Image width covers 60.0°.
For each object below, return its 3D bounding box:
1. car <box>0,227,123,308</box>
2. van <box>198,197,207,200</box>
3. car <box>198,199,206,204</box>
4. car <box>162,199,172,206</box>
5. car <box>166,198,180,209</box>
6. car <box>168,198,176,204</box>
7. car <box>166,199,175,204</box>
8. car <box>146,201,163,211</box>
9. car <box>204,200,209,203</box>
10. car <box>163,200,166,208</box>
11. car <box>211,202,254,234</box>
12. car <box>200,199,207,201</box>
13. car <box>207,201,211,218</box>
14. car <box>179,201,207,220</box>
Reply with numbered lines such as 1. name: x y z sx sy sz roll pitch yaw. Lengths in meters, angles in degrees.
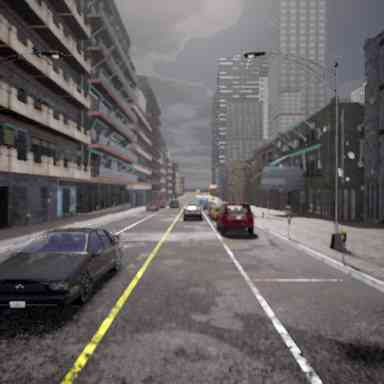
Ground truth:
1. car: -3.104 1.646 8.590 2.033 1.411 5.357 0 -1 0
2. van: 2.646 2.186 76.856 1.690 1.788 3.998 -1 -1 0
3. car: 2.646 2.506 88.014 1.887 1.381 4.507 -1 -1 0
4. car: -5.730 2.426 76.807 1.802 1.307 4.206 -1 -1 0
5. car: -3.050 2.166 59.375 1.837 1.490 4.892 0 -1 0
6. car: -5.738 2.458 93.549 1.967 1.590 4.097 -1 -1 0
7. car: -5.735 2.511 87.969 2.008 1.369 4.403 -1 -1 0
8. car: -5.721 2.129 48.907 1.802 1.307 4.206 -1 -1 0
9. car: 2.667 1.977 37.796 2.008 1.369 4.403 -1 -1 0
10. car: -5.725 2.211 60.067 1.887 1.381 4.507 -1 -1 0
11. car: 2.631 1.555 21.061 2.192 1.841 5.009 -1 -1 0
12. car: 2.658 2.190 54.535 1.802 1.307 4.206 -1 -1 0
13. car: 2.655 1.892 32.388 1.752 1.417 4.829 -1 -1 0
14. car: 0.078 1.913 32.326 2.033 1.411 5.357 0 -1 0
